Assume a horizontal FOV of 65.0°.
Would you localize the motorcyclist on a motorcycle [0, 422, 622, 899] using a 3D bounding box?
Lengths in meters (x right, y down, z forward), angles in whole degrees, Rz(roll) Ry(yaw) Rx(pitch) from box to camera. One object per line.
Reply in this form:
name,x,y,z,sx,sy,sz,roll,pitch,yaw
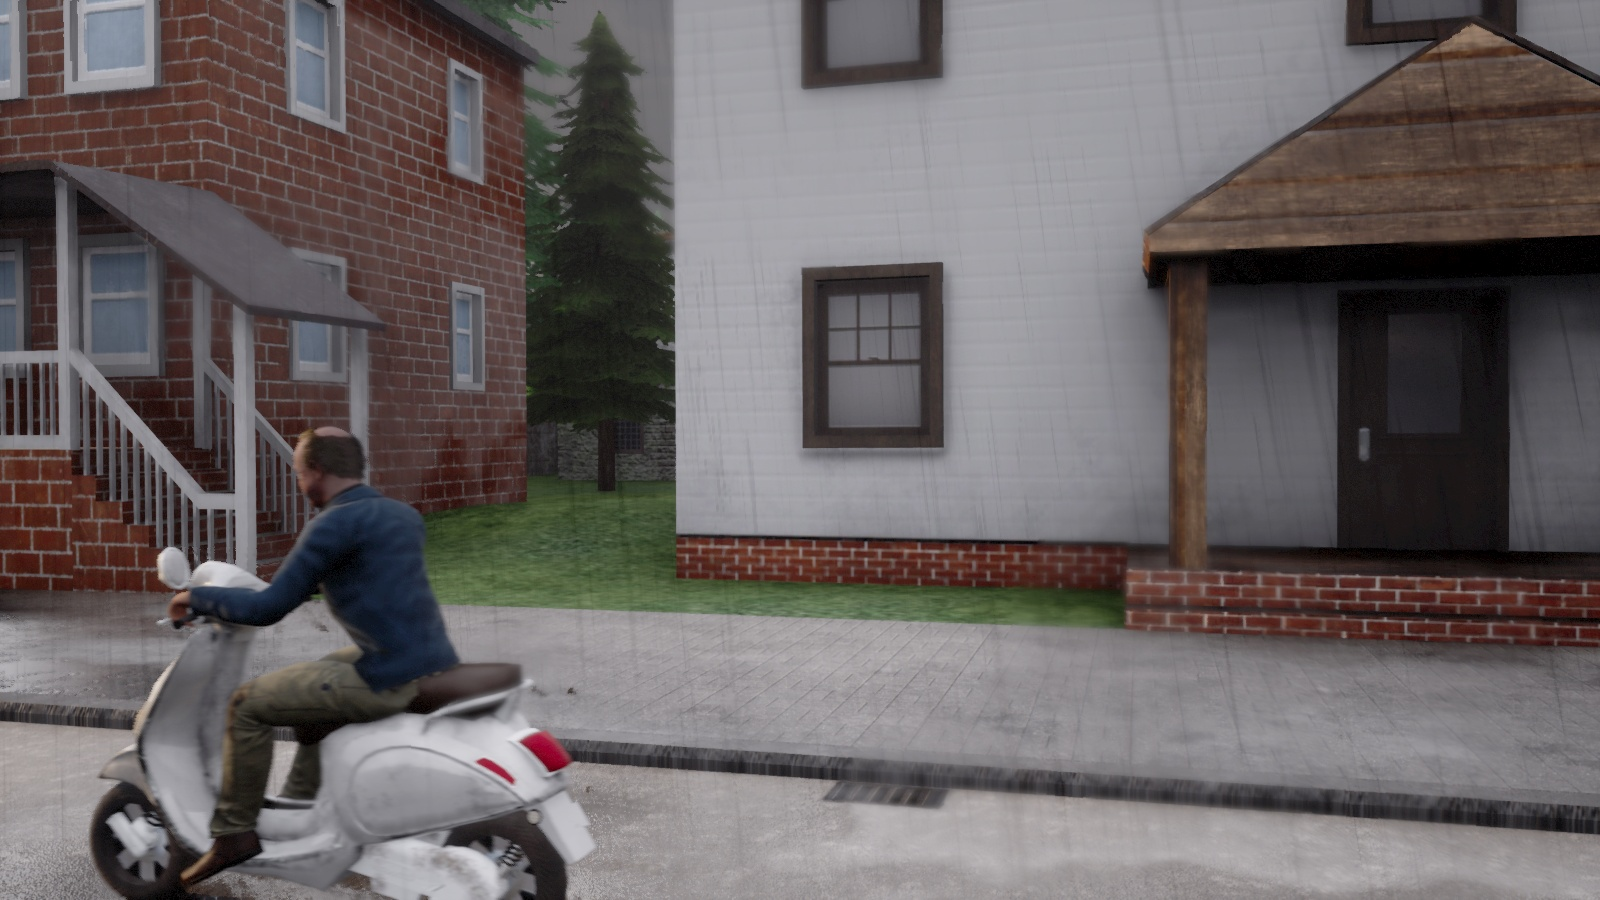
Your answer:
motorcyclist on a motorcycle,-1.584,0.710,4.009,1.817,1.590,0.866,0,1,15
